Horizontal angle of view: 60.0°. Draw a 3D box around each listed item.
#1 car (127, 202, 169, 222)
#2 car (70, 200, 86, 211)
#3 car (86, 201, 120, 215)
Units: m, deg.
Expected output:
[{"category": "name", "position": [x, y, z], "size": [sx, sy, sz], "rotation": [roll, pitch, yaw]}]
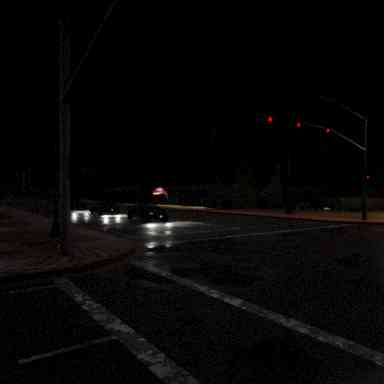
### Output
[{"category": "car", "position": [-3.637, 1.526, 26.450], "size": [1.812, 1.442, 4.674], "rotation": [0, 0, -36]}, {"category": "car", "position": [-14.697, 1.601, 41.981], "size": [1.895, 1.301, 4.718], "rotation": [0, 0, -35]}, {"category": "car", "position": [-8.863, 1.564, 33.770], "size": [1.994, 1.385, 4.181], "rotation": [0, 0, -35]}]
